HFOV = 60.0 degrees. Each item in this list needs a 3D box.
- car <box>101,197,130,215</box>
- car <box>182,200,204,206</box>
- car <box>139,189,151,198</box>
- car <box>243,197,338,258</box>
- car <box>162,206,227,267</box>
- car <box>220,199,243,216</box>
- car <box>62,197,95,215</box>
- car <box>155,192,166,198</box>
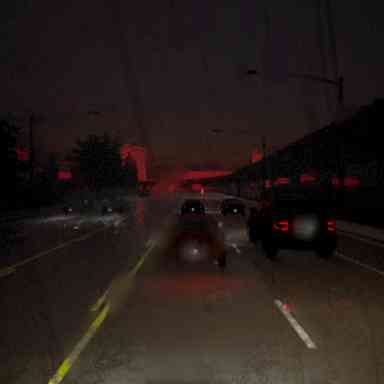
[{"bbox_3d":[-7.103,1.268,31.194,2.128,1.511,4.902,0,1,0],"label":"car"},{"bbox_3d":[0.082,1.369,29.421,1.994,1.385,4.181,0,1,0],"label":"car"},{"bbox_3d":[-10.509,0.276,74.453,2.150,2.045,5.566,0,1,0],"label":"car"},{"bbox_3d":[3.583,1.212,12.845,2.150,2.045,5.566,0,0,0],"label":"car"},{"bbox_3d":[0.075,1.475,11.465,1.882,1.535,5.008,0,0,0],"label":"car"},{"bbox_3d":[3.584,1.324,29.831,1.812,1.442,4.674,0,1,0],"label":"car"},{"bbox_3d":[-10.603,1.264,31.453,2.128,1.511,4.902,0,1,0],"label":"car"},{"bbox_3d":[-7.009,0.603,74.489,1.994,1.385,4.181,0,1,0],"label":"car"}]
